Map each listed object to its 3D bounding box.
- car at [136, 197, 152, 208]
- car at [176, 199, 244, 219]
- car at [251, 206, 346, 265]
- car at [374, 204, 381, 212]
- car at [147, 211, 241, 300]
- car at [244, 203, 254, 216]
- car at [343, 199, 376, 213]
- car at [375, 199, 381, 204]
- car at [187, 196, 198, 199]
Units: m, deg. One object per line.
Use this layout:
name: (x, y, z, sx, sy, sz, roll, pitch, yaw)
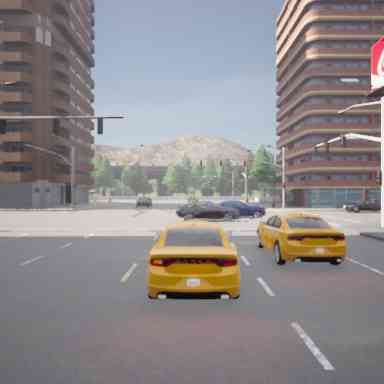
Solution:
car: (-7.088, 1.460, 49.325, 1.882, 1.535, 5.008, 0, 0, 0)
car: (1.187, 1.482, 25.325, 4.902, 1.511, 2.128, 0, 0, 0)
car: (3.565, 1.473, 11.707, 1.882, 1.535, 5.008, 0, 0, 0)
car: (3.600, 1.221, 1.764, 2.150, 2.045, 5.566, 0, 0, 0)
car: (0.048, 1.475, 8.468, 1.882, 1.535, 5.008, 0, 0, 0)
car: (3.842, 1.467, 28.841, 5.008, 1.535, 1.882, 0, 0, 0)
car: (18.966, 1.479, 36.128, 4.902, 1.511, 2.128, 0, 0, 0)
car: (20.894, 1.552, 32.640, 4.181, 1.385, 1.994, 0, 0, 0)
car: (0.078, 1.457, 59.180, 1.882, 1.535, 5.008, 0, 0, 0)
